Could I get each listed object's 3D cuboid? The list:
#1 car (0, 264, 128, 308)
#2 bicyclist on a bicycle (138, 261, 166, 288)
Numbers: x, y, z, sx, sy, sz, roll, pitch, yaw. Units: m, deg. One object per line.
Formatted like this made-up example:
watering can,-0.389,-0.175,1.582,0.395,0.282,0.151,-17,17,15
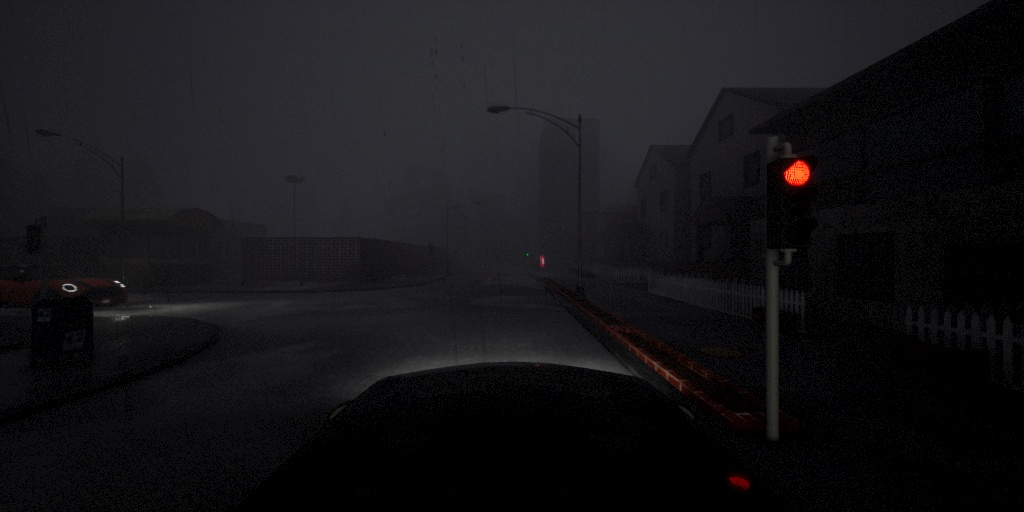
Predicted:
car,-17.261,1.101,13.264,4.553,1.767,2.097,0,0,0
bicyclist on a bicycle,-21.736,1.099,21.663,0.582,1.620,1.656,0,0,0
